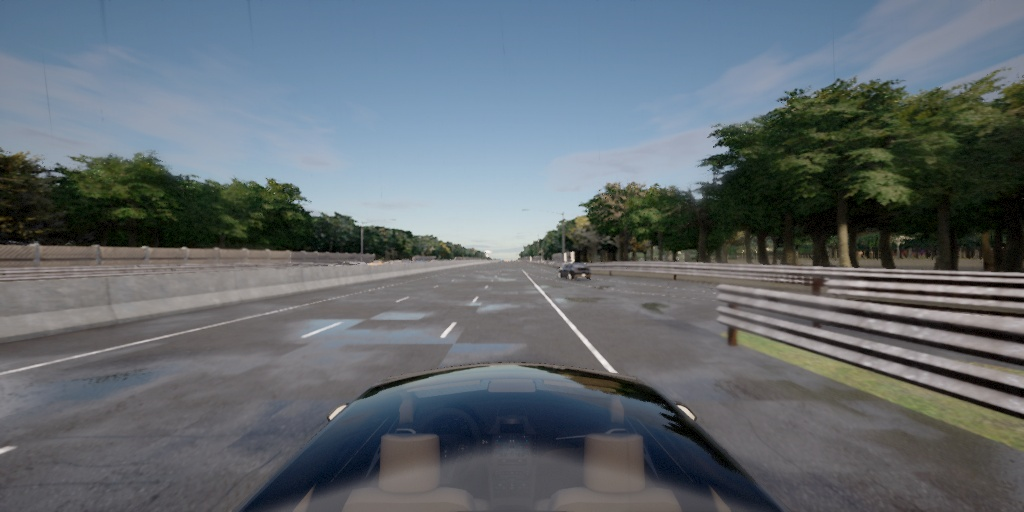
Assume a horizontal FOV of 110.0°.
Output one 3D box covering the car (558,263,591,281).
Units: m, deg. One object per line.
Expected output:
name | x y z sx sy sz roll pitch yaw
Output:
car | 5.630 1.430 32.879 1.837 1.490 4.892 -2 0 -11
